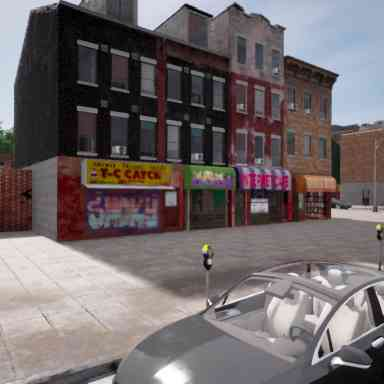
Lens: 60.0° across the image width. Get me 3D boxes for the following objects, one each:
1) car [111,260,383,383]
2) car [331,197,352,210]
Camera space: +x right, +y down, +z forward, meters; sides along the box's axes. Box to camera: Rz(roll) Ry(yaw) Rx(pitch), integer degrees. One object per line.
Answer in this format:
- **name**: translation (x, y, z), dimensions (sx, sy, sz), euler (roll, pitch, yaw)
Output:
- **car**: translation (1.290, 1.552, 3.719), dimensions (4.403, 1.369, 2.008), euler (0, 0, -35)
- **car**: translation (16.655, 1.383, 39.979), dimensions (1.837, 1.490, 4.892), euler (0, 0, -36)
